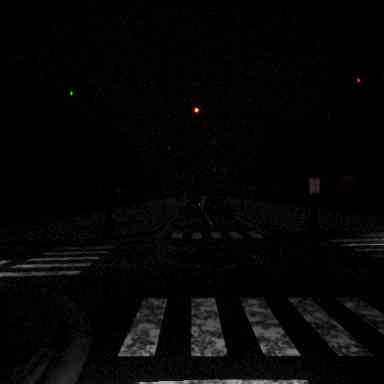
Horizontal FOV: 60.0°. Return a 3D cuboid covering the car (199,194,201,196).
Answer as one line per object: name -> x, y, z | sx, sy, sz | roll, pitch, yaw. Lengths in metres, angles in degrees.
car -> 2.984, 1.487, 68.109 | 2.097, 1.767, 4.553 | 0, 0, 0

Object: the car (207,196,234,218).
car -> 2.628, 1.464, 29.939 | 1.967, 1.590, 4.097 | -1, 0, 0

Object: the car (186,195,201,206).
car -> 0.058, 1.654, 56.173 | 1.994, 1.385, 4.181 | 0, 0, 0

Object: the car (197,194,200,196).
car -> -0.004, 1.669, 65.415 | 2.033, 1.411, 5.357 | 0, 0, 0

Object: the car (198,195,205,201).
car -> 2.622, 1.685, 94.767 | 1.967, 1.590, 4.097 | -1, 0, 0

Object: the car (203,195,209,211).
car -> 2.626, 1.350, 35.341 | 2.192, 1.841, 5.009 | -1, 0, 0

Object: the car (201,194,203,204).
car -> 2.626, 1.362, 40.744 | 2.192, 1.841, 5.009 | -1, 0, 0
